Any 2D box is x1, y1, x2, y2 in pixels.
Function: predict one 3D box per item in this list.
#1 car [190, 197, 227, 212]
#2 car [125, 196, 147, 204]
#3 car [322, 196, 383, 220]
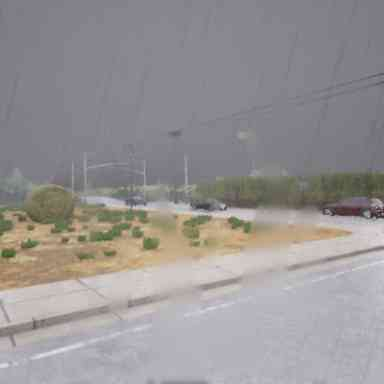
[{"bbox_3d":[1.685,1.303,34.930,2.128,1.511,4.902,-1,0,-35],"label":"car"},{"bbox_3d":[-8.478,1.369,49.919,1.812,1.442,4.674,-1,0,-33],"label":"car"},{"bbox_3d":[12.510,1.127,25.877,2.097,1.767,4.553,-1,0,-35],"label":"car"}]
